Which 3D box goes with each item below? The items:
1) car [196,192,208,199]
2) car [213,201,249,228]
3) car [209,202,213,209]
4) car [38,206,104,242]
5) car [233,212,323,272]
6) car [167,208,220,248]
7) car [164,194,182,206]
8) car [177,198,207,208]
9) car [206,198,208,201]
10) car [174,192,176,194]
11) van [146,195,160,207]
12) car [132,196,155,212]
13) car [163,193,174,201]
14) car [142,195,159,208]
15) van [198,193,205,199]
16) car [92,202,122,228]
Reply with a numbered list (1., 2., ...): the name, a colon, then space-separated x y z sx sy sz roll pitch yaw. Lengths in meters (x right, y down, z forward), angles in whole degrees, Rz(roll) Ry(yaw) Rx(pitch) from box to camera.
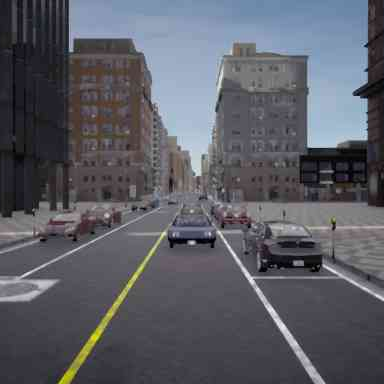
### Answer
1. car: 2.670 1.175 76.995 2.192 1.841 5.009 0 0 0
2. car: 2.667 1.425 21.781 1.967 1.590 4.097 0 0 0
3. car: 2.667 1.560 27.421 1.802 1.307 4.206 0 0 0
4. car: -5.859 1.572 16.165 1.802 1.307 4.206 0 0 0
5. car: 2.667 1.546 10.503 2.008 1.369 4.403 0 0 0
6. car: 0.000 1.609 14.680 1.895 1.301 4.718 0 0 0
7. car: -3.000 1.503 53.649 1.837 1.490 4.892 0 0 0
8. car: 0.000 1.549 29.649 1.994 1.385 4.181 0 0 0
9. car: 2.667 1.517 33.060 1.887 1.381 4.507 0 0 0
10. car: -5.856 1.343 88.163 1.752 1.417 4.829 0 0 0
11. van: -5.858 1.291 50.007 1.690 1.788 3.998 0 0 0
12. car: -5.859 1.531 38.726 1.947 1.339 4.313 0 0 0
13. car: -5.857 1.385 76.853 1.752 1.417 4.829 0 0 0
14. car: -5.858 1.274 44.365 2.192 1.841 5.009 0 0 0
15. van: 2.670 1.136 93.965 1.690 1.788 3.998 0 0 0
16. car: -5.859 1.425 21.806 1.967 1.590 4.097 0 0 0
